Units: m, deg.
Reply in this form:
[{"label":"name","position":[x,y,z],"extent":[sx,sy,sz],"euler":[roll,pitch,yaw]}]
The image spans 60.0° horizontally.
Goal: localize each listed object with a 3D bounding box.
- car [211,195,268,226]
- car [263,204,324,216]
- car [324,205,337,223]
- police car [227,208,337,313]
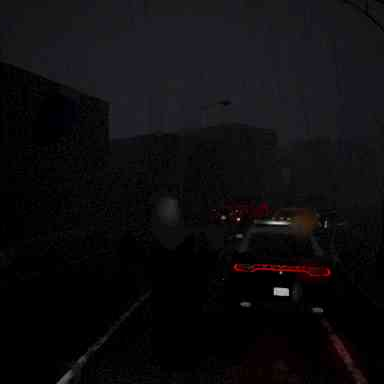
[{"label":"car","position":[3.411,1.199,22.514],"extent":[2.150,2.045,5.566],"euler":[0,0,33]},{"label":"car","position":[5.188,1.493,16.621],"extent":[1.882,1.535,5.008],"euler":[1,0,26]},{"label":"car","position":[8.032,1.537,21.451],"extent":[1.837,1.490,4.892],"euler":[1,0,34]},{"label":"police car","position":[2.048,1.428,7.952],"extent":[1.930,1.638,5.238],"euler":[0,0,13]}]
